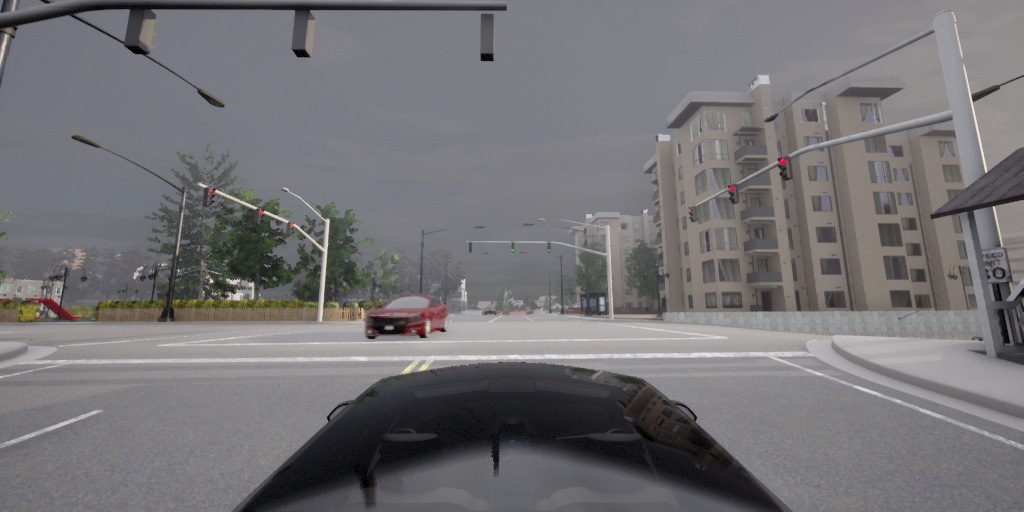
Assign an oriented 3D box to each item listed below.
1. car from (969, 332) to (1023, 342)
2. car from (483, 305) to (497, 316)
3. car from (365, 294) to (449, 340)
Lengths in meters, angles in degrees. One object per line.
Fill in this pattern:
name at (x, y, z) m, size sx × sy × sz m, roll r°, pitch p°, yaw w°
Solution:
car at (28.538, 5.178, 19.573) m, size 5.566 × 2.045 × 2.150 m, roll 12°, pitch -9°, yaw 2°
car at (-3.485, 8.737, 58.115) m, size 2.097 × 1.767 × 4.553 m, roll 0°, pitch -9°, yaw 0°
car at (-3.535, 2.116, 12.842) m, size 1.882 × 1.535 × 5.008 m, roll -1°, pitch -7°, yaw 0°
